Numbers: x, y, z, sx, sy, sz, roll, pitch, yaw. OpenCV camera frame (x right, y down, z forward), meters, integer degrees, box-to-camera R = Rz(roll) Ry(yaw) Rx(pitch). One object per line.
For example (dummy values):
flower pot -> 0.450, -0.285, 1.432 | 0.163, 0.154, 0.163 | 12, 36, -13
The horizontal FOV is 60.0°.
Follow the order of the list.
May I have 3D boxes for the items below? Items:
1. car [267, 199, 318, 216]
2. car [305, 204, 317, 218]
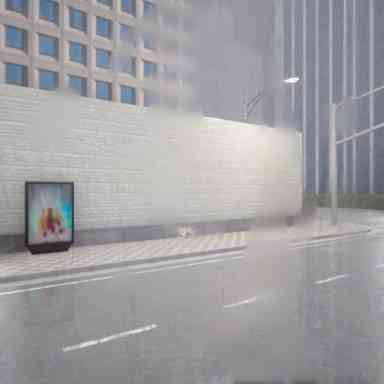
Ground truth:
car -> 10.417, 1.547, 34.837 | 2.128, 1.511, 4.902 | 0, 0, -36
car -> 9.037, 1.533, 30.751 | 1.882, 1.535, 5.008 | 0, 0, -36
